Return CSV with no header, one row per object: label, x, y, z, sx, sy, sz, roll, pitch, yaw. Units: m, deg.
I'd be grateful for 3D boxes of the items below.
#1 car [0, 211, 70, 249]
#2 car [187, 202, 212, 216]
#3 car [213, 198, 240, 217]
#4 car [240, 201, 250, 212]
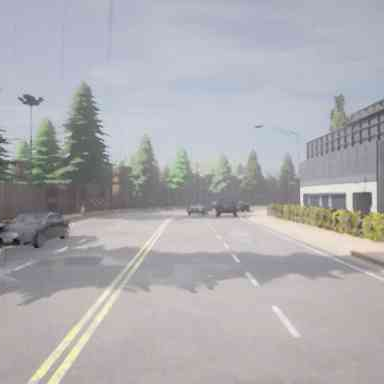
car,-7.313,1.678,15.622,2.128,1.511,4.902,0,-1,-1
car,0.768,2.054,38.812,1.895,1.301,4.718,0,-1,11
car,3.849,1.647,36.566,2.150,2.045,5.566,0,-1,8
car,6.729,2.032,46.531,2.128,1.511,4.902,0,-1,25
